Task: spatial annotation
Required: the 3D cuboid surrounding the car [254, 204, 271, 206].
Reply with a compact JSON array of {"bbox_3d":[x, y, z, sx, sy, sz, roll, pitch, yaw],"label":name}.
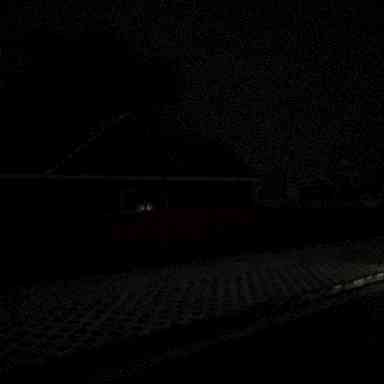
[{"bbox_3d":[7.493,1.945,35.421,2.033,1.411,5.357,-1,0,-36],"label":"car"}]
